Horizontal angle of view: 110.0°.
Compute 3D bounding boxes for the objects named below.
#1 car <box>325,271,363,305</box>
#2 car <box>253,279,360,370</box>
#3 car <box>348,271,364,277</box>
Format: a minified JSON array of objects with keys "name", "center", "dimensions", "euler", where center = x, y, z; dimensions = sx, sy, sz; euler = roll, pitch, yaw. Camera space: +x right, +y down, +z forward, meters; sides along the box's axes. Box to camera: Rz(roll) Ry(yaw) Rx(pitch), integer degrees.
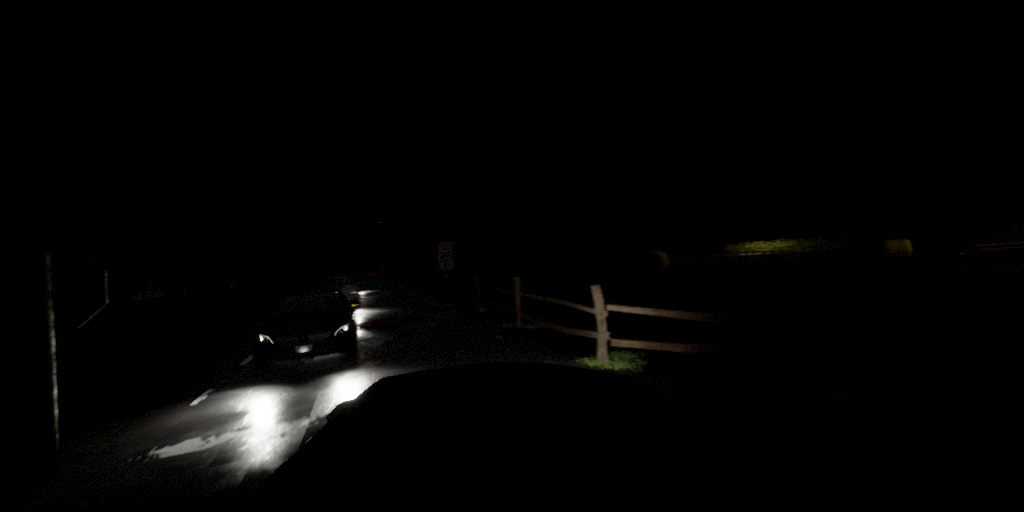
[{"name":"car","center":[-8.737,1.752,18.249],"dimensions":[1.812,1.442,4.674],"euler":[-3,0,-22]},{"name":"car","center":[-4.870,1.538,8.902],"dimensions":[1.812,1.442,4.674],"euler":[-3,0,-24]},{"name":"car","center":[-13.104,1.992,28.919],"dimensions":[1.837,1.490,4.892],"euler":[-3,0,-22]}]
